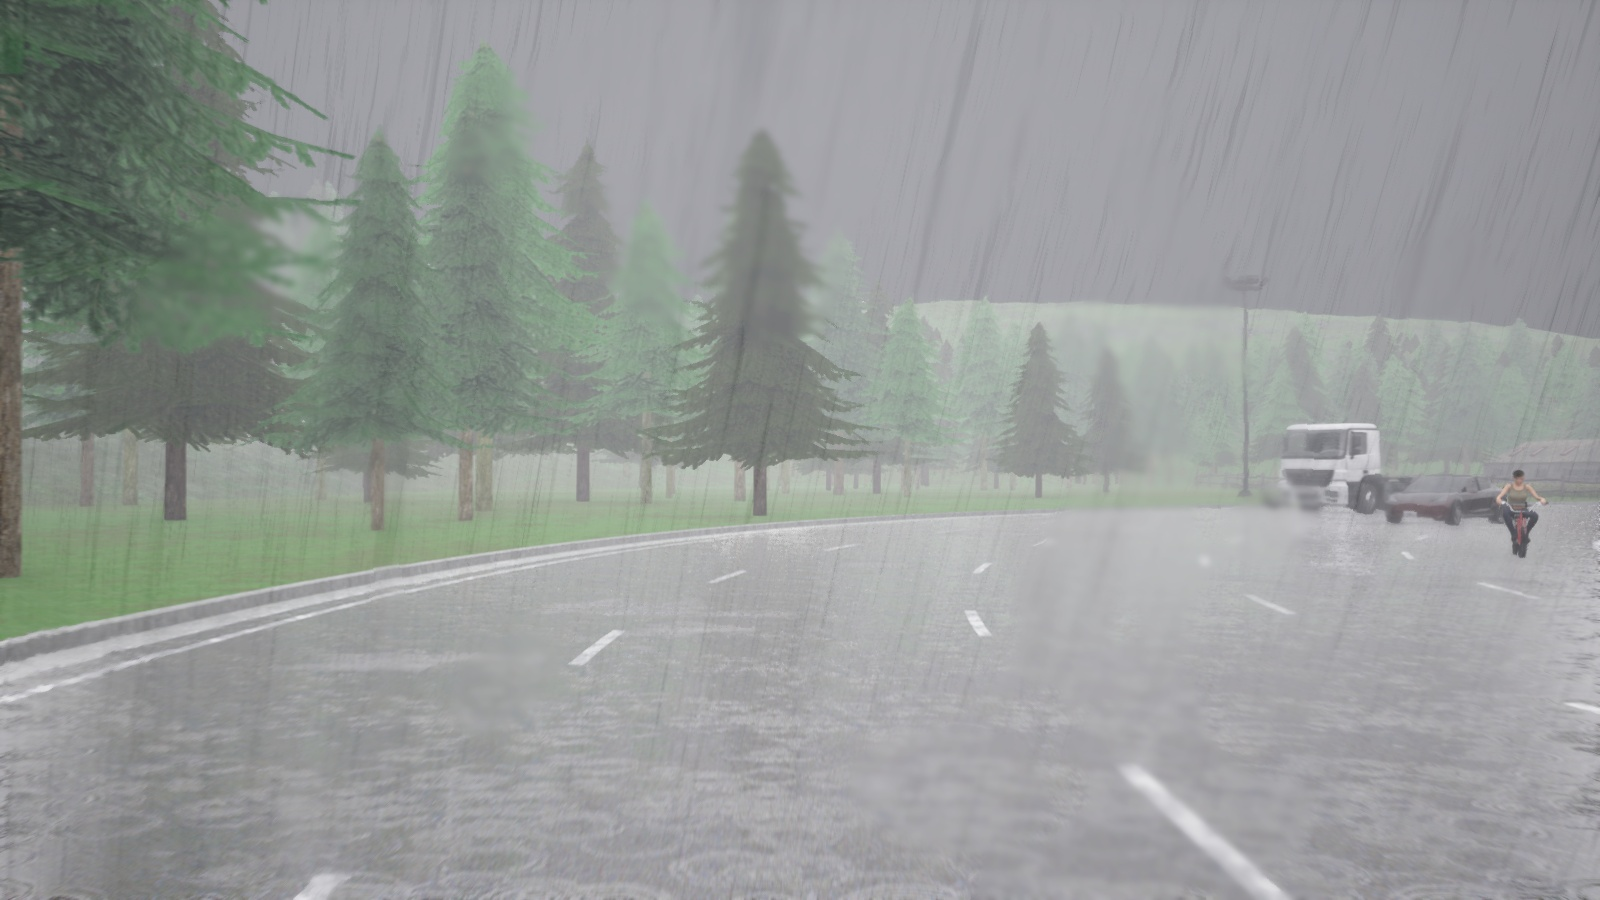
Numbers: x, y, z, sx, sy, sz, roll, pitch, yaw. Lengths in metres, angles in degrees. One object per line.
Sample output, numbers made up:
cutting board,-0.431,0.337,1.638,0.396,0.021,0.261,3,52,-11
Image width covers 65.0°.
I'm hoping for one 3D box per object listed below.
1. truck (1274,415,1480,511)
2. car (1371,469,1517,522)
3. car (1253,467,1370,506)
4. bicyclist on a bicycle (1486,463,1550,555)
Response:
truck,22.210,0.493,48.246,7.936,3.462,2.891,0,-1,-28
car,19.347,1.321,37.641,4.792,1.488,2.163,1,-1,-40
car,20.985,1.478,51.550,4.514,1.525,2.007,0,-1,-28
bicyclist on a bicycle,13.203,1.057,23.130,0.866,1.612,1.509,0,-1,23
